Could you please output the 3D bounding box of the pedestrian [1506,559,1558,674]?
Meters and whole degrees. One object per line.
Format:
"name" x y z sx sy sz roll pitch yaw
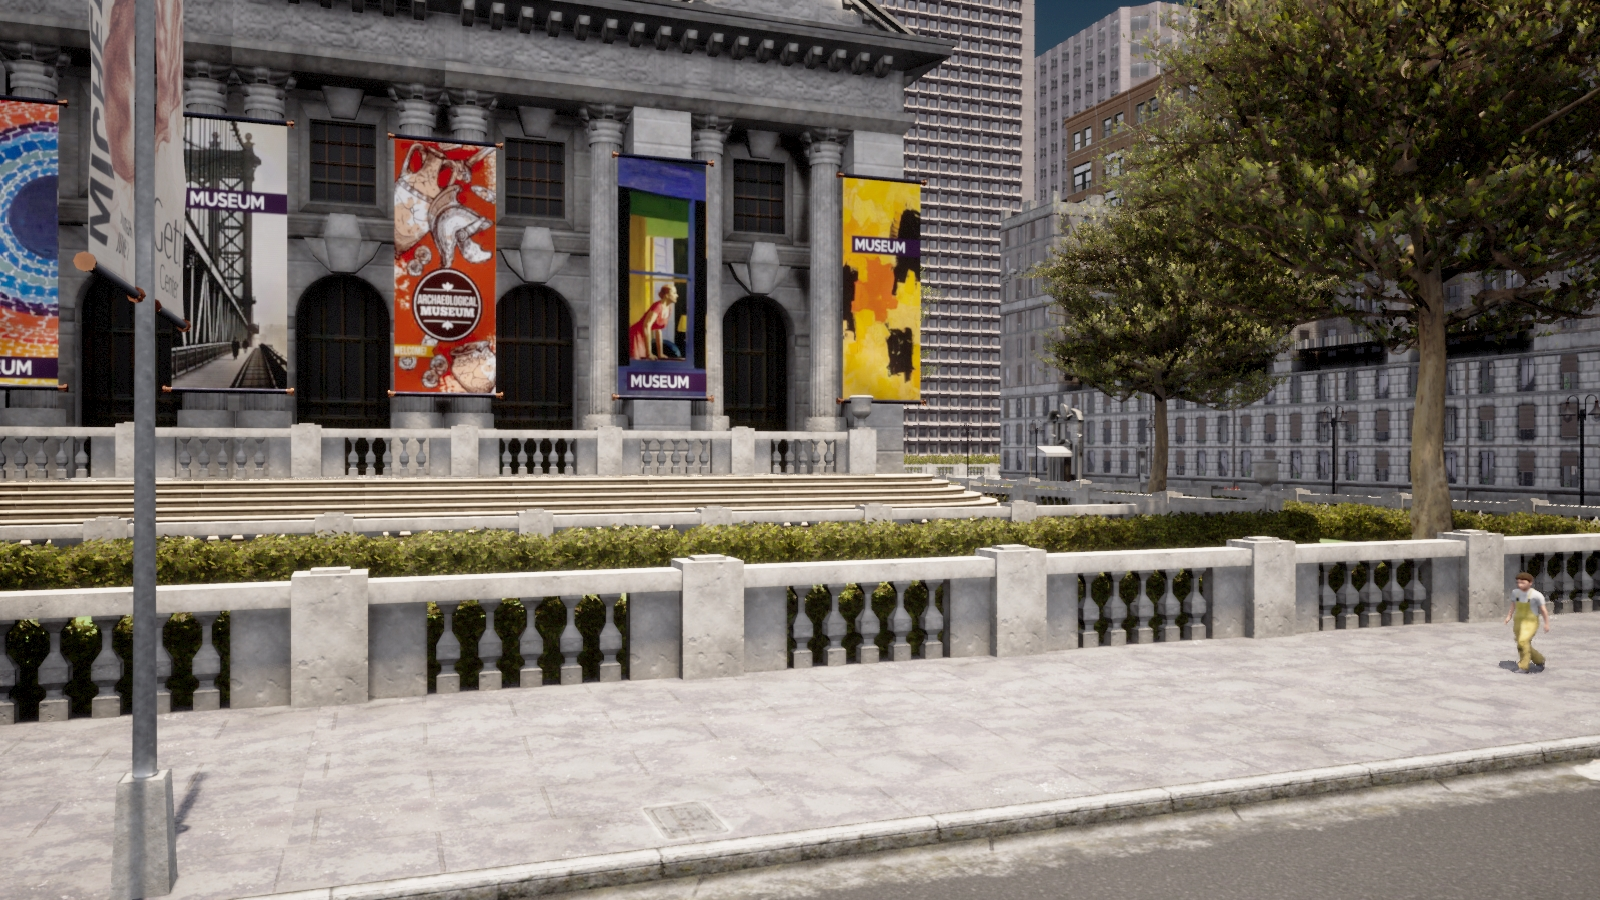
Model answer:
"pedestrian" 8.744 1.981 13.657 0.375 1.300 0.375 0 0 -20
